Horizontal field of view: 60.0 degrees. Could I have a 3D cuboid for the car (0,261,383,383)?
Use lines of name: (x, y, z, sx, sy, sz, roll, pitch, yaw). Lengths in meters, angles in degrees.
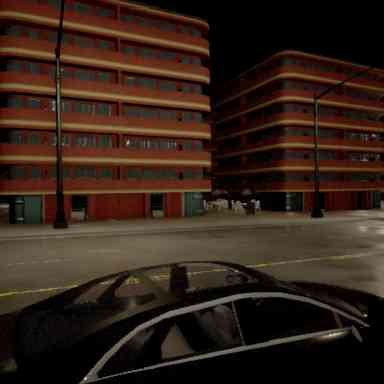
car: (0.347, 1.496, 3.310, 4.902, 1.511, 2.128, 0, 0, -25)
